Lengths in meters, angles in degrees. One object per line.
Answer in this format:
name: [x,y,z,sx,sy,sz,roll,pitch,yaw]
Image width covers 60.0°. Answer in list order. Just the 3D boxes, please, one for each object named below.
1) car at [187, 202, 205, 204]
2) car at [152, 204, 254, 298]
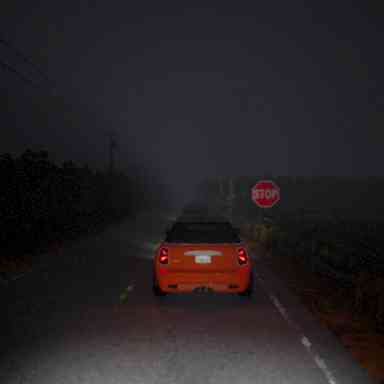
car: [0.292,1.494,24.880,1.882,1.535,5.008,0,0,0]
car: [0.247,1.358,8.734,2.097,1.767,4.553,0,0,1]
